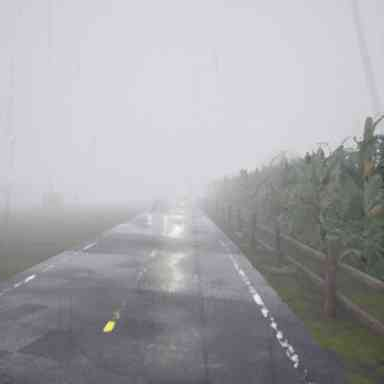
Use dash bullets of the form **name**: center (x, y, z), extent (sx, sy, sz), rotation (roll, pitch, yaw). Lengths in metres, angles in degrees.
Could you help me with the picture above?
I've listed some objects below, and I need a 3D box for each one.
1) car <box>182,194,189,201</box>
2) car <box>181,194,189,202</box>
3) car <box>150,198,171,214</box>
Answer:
- **car**: center (-1.596, 1.351, 84.758), extent (1.837, 1.490, 4.892), rotation (1, 0, 0)
- **car**: center (-1.511, 1.454, 74.363), extent (1.837, 1.490, 4.892), rotation (1, 0, -1)
- **car**: center (-3.289, 1.454, 34.901), extent (1.837, 1.490, 4.892), rotation (1, 0, -1)
